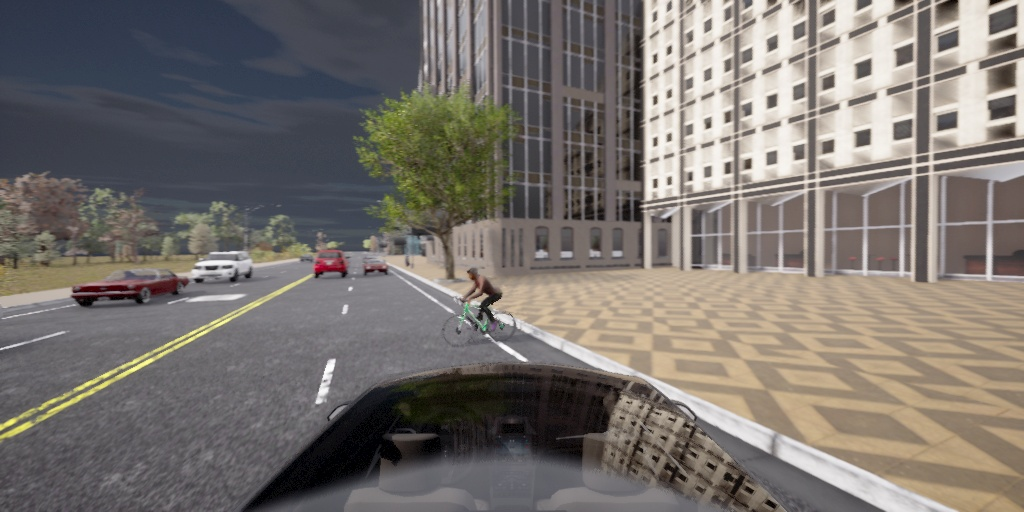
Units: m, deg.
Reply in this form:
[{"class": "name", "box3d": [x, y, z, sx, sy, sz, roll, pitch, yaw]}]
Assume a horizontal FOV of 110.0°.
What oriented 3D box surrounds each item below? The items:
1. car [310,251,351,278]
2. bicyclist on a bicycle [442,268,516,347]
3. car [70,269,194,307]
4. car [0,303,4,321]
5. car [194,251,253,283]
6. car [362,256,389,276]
[{"class": "car", "box3d": [-14.206, 0.592, 28.401, 2.150, 2.045, 5.566, -1, 1, -22]}, {"class": "bicyclist on a bicycle", "box3d": [-0.673, 1.071, 7.610, 1.656, 1.620, 0.582, -1, 1, -23]}, {"class": "car", "box3d": [-15.861, 1.224, 15.205, 1.895, 1.301, 4.718, -1, 1, -23]}, {"class": "car", "box3d": [-12.018, 1.361, 6.064, 1.895, 1.301, 4.718, -1, 1, -23]}, {"class": "car", "box3d": [-19.979, 0.696, 25.074, 2.150, 2.045, 5.566, -1, 1, -23]}, {"class": "car", "box3d": [-11.688, 0.912, 30.735, 1.895, 1.301, 4.718, -1, 1, -22]}]
